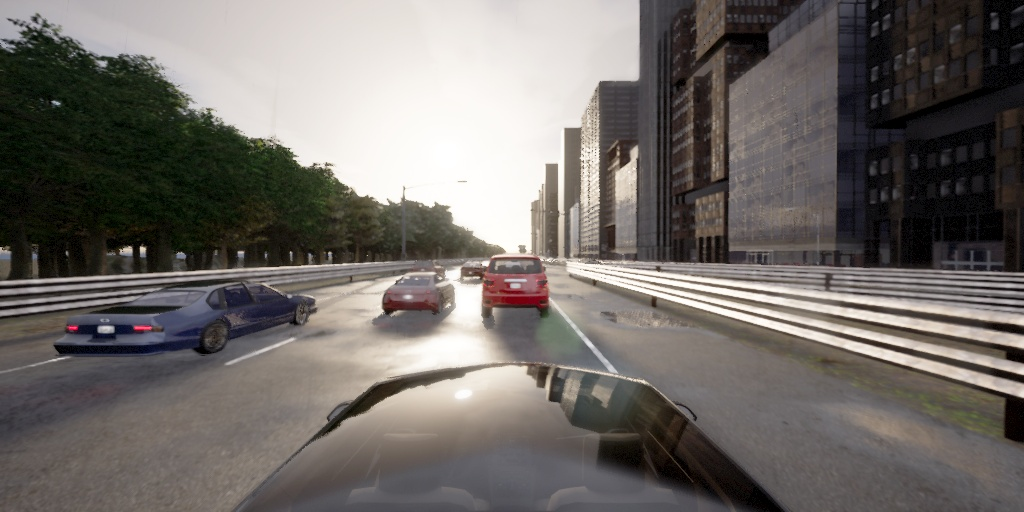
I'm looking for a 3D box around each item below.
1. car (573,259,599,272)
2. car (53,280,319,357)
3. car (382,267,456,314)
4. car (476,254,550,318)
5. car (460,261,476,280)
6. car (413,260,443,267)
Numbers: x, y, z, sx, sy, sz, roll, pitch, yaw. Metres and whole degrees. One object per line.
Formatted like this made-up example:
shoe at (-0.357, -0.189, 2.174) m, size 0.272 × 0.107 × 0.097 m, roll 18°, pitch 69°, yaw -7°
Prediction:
car at (9.202, 1.217, 44.446) m, size 2.033 × 1.649 × 4.856 m, roll 0°, pitch 0°, yaw -12°
car at (-6.894, 1.294, 8.599) m, size 2.033 × 1.411 × 5.357 m, roll 0°, pitch 0°, yaw 0°
car at (-3.393, 1.309, 13.720) m, size 1.994 × 1.385 × 4.181 m, roll 0°, pitch 0°, yaw 0°
car at (0.107, 0.967, 13.187) m, size 2.150 × 2.045 × 5.566 m, roll 0°, pitch 0°, yaw 0°
car at (-3.385, 1.222, 31.642) m, size 1.882 × 1.535 × 5.008 m, roll 0°, pitch 0°, yaw 0°
car at (-6.885, 1.096, 29.789) m, size 2.097 × 1.767 × 4.553 m, roll 0°, pitch 0°, yaw 0°
